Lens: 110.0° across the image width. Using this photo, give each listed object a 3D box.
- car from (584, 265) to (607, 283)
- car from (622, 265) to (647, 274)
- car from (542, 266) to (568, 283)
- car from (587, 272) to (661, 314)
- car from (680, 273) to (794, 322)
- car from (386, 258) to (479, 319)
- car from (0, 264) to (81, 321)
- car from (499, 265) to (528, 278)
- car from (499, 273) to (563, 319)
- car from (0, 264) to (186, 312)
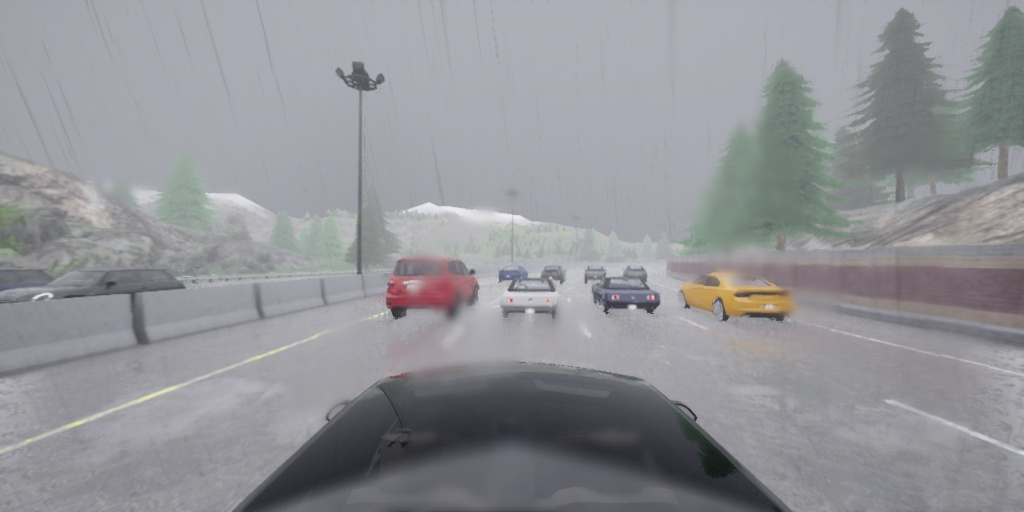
[{"bbox_3d":[7.474,1.574,32.123,2.128,1.511,4.902,0,-1,13],"label":"car"},{"bbox_3d":[11.327,1.593,33.105,2.128,1.511,4.902,0,-1,14],"label":"car"},{"bbox_3d":[3.677,1.570,31.228,1.837,1.490,4.892,0,-1,13],"label":"car"},{"bbox_3d":[4.404,1.495,14.622,1.895,1.301,4.718,0,-1,6],"label":"car"},{"bbox_3d":[7.777,1.362,13.010,1.882,1.535,5.008,0,-1,5],"label":"car"},{"bbox_3d":[-2.731,1.088,13.501,2.150,2.045,5.566,0,-1,5],"label":"car"},{"bbox_3d":[-17.121,1.160,11.019,2.097,1.767,4.553,0,-1,4],"label":"car"},{"bbox_3d":[0.206,1.540,31.760,1.882,1.535,5.008,0,-1,13],"label":"car"},{"bbox_3d":[0.787,1.476,13.575,1.895,1.301,4.718,0,-1,5],"label":"car"},{"bbox_3d":[-13.550,1.176,11.784,2.097,1.767,4.553,0,-1,5],"label":"car"}]
